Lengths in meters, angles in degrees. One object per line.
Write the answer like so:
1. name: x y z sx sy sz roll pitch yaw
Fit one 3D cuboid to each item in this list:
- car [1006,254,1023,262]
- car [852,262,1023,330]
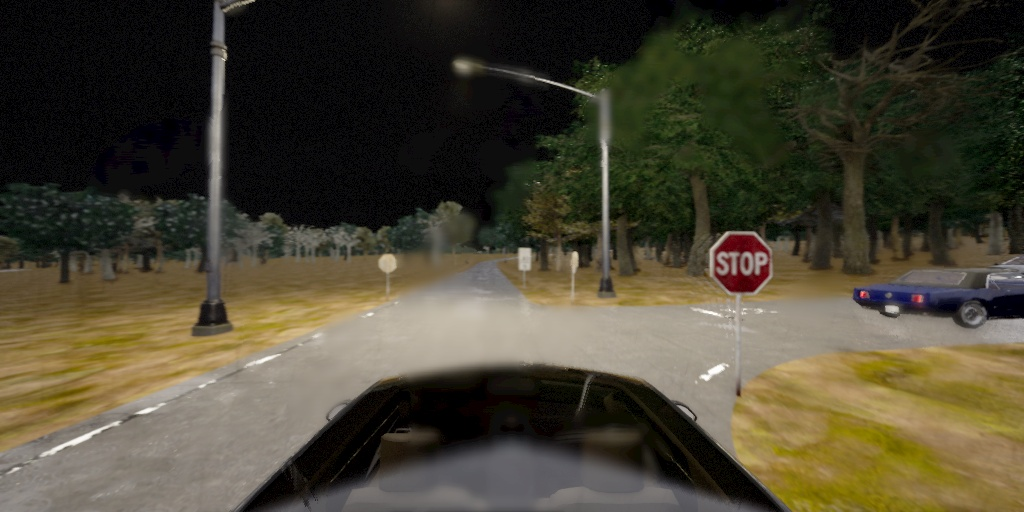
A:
1. car: 18.765 0.597 12.375 4.902 1.511 2.128 -2 -1 -3
2. car: 11.594 0.955 8.941 4.718 1.301 1.895 -2 -1 -3
